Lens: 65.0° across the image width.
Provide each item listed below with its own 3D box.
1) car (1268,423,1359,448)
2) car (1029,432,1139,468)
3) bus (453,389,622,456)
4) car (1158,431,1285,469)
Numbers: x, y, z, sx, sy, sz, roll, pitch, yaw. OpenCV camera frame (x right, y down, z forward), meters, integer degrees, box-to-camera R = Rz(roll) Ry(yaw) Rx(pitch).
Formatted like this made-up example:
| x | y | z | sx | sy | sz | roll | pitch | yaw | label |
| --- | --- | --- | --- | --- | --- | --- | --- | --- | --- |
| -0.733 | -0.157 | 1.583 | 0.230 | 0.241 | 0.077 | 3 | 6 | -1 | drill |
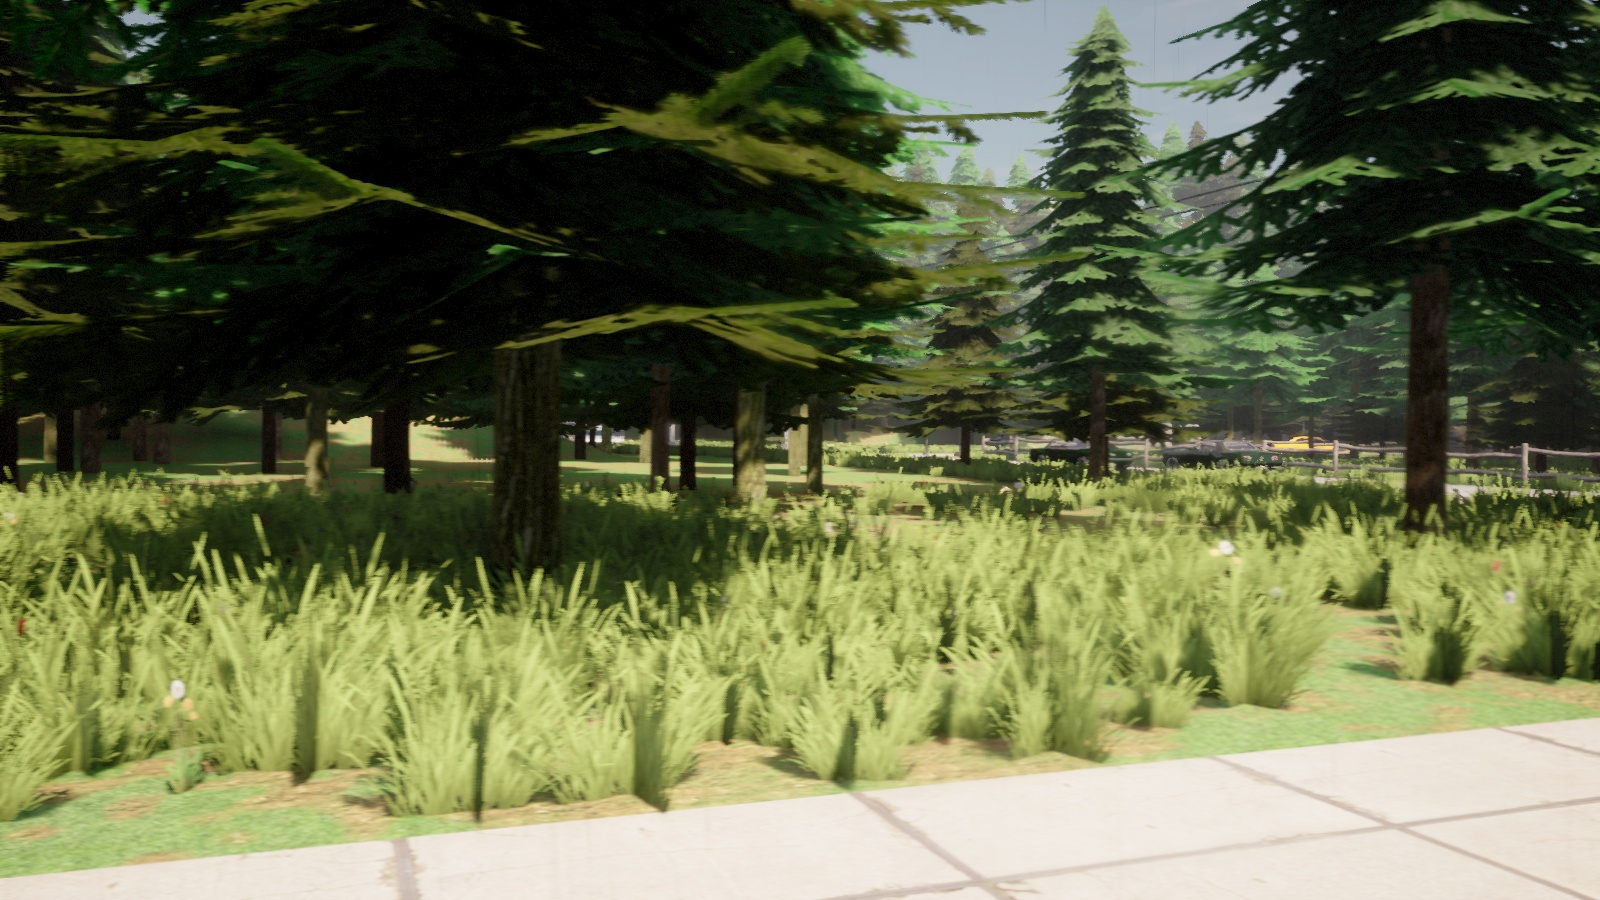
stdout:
| x | y | z | sx | sy | sz | roll | pitch | yaw | label |
| --- | --- | --- | --- | --- | --- | --- | --- | --- | --- |
| 33.268 | -0.947 | 81.408 | 5.366 | 1.575 | 1.801 | 0 | 1 | 23 | car |
| 10.851 | -0.032 | 48.342 | 1.895 | 1.301 | 4.718 | -1 | 1 | -20 | car |
| -17.434 | -1.778 | 83.672 | 10.273 | 4.253 | 3.944 | 0 | 1 | 10 | bus |
| 15.378 | -0.044 | 46.062 | 1.895 | 1.301 | 4.718 | -1 | 1 | -20 | car |
